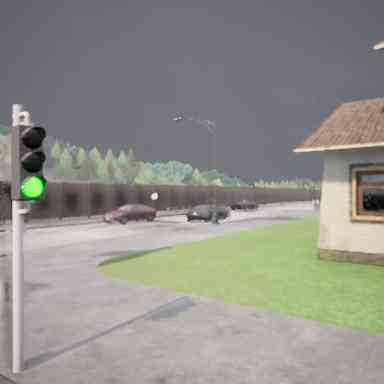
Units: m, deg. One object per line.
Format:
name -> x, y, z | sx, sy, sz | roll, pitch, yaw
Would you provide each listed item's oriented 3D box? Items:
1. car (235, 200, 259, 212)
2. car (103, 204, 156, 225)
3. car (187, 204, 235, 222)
car -> 6.526, 1.715, 41.461 | 1.895, 1.301, 4.718 | 0, 0, 36
car -> -4.697, 1.639, 25.695 | 1.812, 1.442, 4.674 | 0, 0, 35
car -> 1.384, 1.653, 27.200 | 1.994, 1.385, 4.181 | 0, 0, 35
